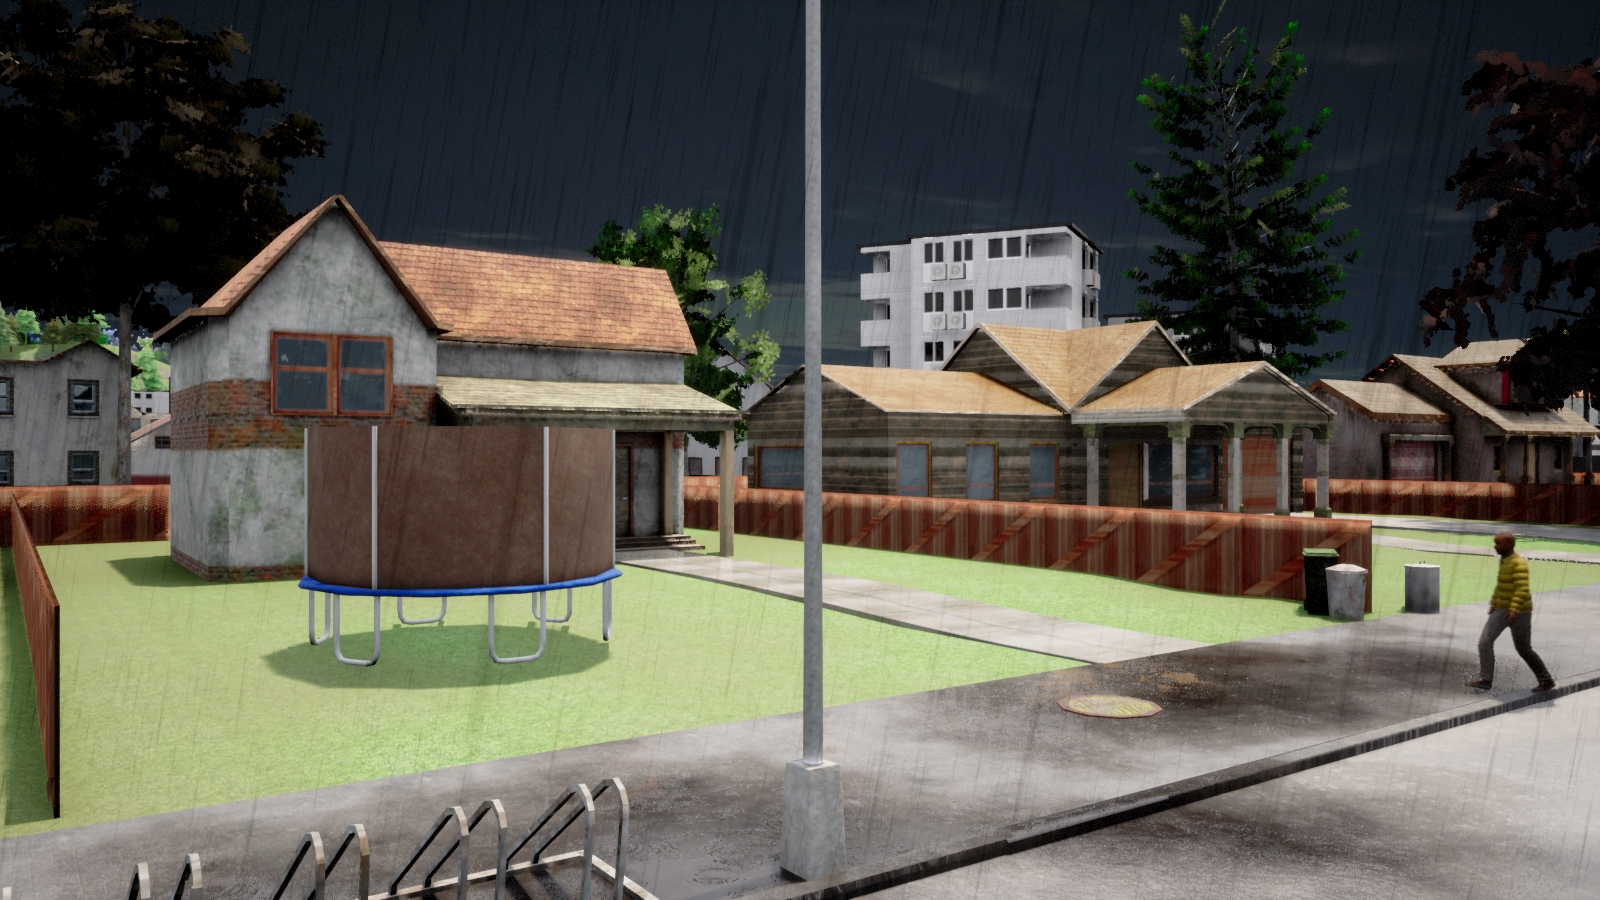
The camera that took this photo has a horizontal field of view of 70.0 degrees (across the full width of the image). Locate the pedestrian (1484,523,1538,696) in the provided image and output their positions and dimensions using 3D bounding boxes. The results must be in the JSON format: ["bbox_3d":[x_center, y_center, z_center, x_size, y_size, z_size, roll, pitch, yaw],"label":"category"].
[{"bbox_3d":[7.843,1.746,12.606,0.375,1.860,0.375,0,0,3],"label":"pedestrian"}]
